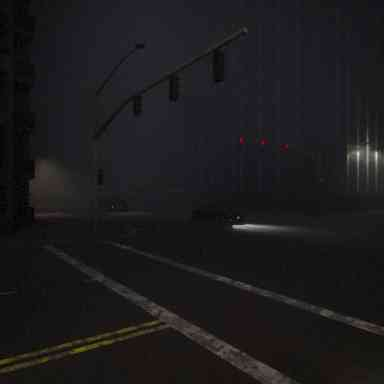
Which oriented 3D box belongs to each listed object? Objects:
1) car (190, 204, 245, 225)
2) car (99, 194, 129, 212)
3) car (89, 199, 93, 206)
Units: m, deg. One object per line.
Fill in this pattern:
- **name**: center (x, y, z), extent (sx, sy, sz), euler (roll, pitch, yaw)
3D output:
- **car**: center (1.780, 1.564, 24.057), extent (1.994, 1.385, 4.181), euler (0, 0, -43)
- **car**: center (-9.368, 1.221, 39.102), extent (2.150, 2.045, 5.566), euler (0, 0, -35)
- **car**: center (-15.039, 1.478, 53.628), extent (1.882, 1.535, 5.008), euler (0, 0, -35)
